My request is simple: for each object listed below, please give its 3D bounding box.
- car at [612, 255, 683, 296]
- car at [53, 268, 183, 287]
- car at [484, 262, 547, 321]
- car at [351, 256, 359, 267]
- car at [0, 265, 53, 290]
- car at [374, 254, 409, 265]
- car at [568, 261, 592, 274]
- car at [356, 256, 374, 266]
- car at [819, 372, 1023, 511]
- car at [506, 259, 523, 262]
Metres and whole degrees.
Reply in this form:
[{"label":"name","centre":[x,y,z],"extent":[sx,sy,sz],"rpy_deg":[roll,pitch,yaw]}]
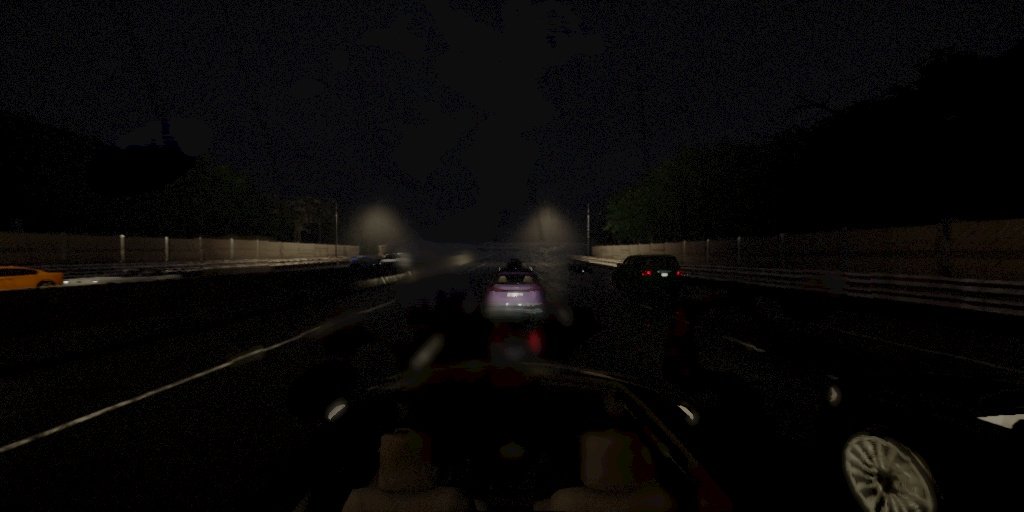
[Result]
[{"label":"car","centre":[7.140,0.969,19.436],"extent":[2.150,2.045,5.566],"rpy_deg":[0,0,0]},{"label":"car","centre":[-21.058,1.348,19.647],"extent":[1.895,1.301,4.718],"rpy_deg":[0,0,0]},{"label":"car","centre":[0.118,1.179,12.529],"extent":[2.033,1.649,4.856],"rpy_deg":[0,0,0]},{"label":"car","centre":[-20.786,0.892,50.293],"extent":[1.882,1.535,5.008],"rpy_deg":[0,2,1]},{"label":"car","centre":[-24.567,1.226,16.785],"extent":[1.882,1.535,5.008],"rpy_deg":[0,0,0]},{"label":"car","centre":[-13.906,0.780,42.472],"extent":[2.150,2.045,5.566],"rpy_deg":[0,1,1]},{"label":"car","centre":[7.254,1.213,38.671],"extent":[1.895,1.301,4.718],"rpy_deg":[0,1,0]},{"label":"car","centre":[-17.374,1.037,45.238],"extent":[1.812,1.442,4.674],"rpy_deg":[0,1,1]},{"label":"car","centre":[3.602,1.241,1.119],"extent":[2.128,1.511,4.902],"rpy_deg":[0,0,0]},{"label":"car","centre":[0.293,1.049,43.285],"extent":[1.837,1.490,4.892],"rpy_deg":[0,1,1]}]
